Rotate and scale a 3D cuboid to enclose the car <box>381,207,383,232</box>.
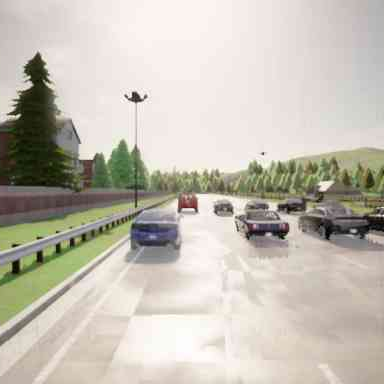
[{"bbox_3d":[10.372,1.469,17.181,1.837,1.490,4.892,0,0,-1],"label":"car"}]

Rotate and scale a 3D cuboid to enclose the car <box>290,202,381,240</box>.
[{"bbox_3d":[6.881,1.457,16.659,2.128,1.511,4.902,0,0,-1],"label":"car"}]

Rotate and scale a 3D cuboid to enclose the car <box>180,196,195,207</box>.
[{"bbox_3d":[-0.623,1.395,49.232,2.128,1.511,4.902,0,0,0],"label":"car"}]

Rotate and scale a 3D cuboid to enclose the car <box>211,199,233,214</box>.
[{"bbox_3d":[3.157,1.459,34.176,1.812,1.442,4.674,0,0,-1],"label":"car"}]

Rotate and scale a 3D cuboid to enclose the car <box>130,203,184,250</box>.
[{"bbox_3d":[-1.417,1.450,14.297,1.882,1.535,5.008,0,0,-1],"label":"car"}]

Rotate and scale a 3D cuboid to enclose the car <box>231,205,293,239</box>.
[{"bbox_3d":[3.374,1.567,16.987,1.895,1.301,4.718,0,0,-1],"label":"car"}]

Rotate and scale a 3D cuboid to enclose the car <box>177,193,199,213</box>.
[{"bbox_3d":[-0.429,1.150,36.507,2.150,2.045,5.566,0,0,0],"label":"car"}]

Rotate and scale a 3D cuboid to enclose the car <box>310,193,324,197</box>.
[{"bbox_3d":[22.144,1.094,60.707,3.866,1.878,1.905,0,0,-1],"label":"car"}]

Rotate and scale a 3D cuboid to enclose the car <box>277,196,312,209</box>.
[{"bbox_3d":[10.158,1.411,34.119,1.882,1.535,5.008,0,0,-1],"label":"car"}]

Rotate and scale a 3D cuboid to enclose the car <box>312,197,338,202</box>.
[{"bbox_3d":[13.672,1.498,33.077,1.994,1.385,4.181,0,0,-1],"label":"car"}]

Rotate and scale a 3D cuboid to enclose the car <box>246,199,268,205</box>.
[{"bbox_3d":[6.659,1.459,34.042,1.812,1.442,4.674,0,0,-1],"label":"car"}]
